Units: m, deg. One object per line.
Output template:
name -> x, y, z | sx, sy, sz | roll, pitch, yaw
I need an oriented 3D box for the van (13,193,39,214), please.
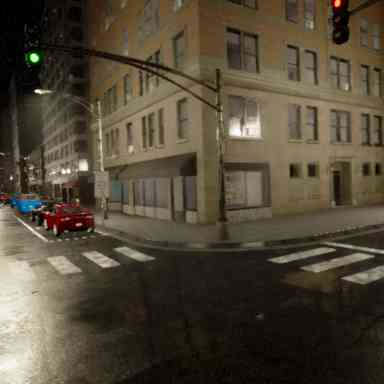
van -> -15.022, 1.040, 30.575 | 1.690, 1.788, 3.998 | -3, 2, -32

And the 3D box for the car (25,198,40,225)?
car -> -9.143, 1.303, 21.275 | 1.947, 1.339, 4.313 | -3, 2, -32

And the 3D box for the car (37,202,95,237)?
car -> -6.209, 1.301, 16.622 | 1.887, 1.381, 4.507 | -3, 2, -32

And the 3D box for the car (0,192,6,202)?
car -> -32.623, 1.164, 58.499 | 1.802, 1.307, 4.206 | -3, 2, -32

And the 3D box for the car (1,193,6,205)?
car -> -26.754, 1.202, 49.193 | 1.802, 1.307, 4.206 | -3, 2, -32

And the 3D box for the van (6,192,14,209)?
van -> -20.893, 1.000, 39.881 | 1.690, 1.788, 3.998 | -3, 2, -32
